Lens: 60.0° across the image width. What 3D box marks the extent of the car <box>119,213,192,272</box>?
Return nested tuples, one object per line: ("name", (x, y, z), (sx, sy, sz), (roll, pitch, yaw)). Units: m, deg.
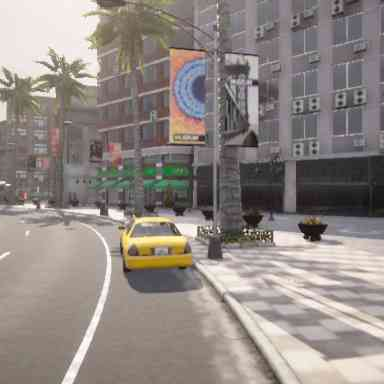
("car", (-1.367, 1.445, 10.770), (1.801, 1.575, 5.366), (0, 0, -14))
